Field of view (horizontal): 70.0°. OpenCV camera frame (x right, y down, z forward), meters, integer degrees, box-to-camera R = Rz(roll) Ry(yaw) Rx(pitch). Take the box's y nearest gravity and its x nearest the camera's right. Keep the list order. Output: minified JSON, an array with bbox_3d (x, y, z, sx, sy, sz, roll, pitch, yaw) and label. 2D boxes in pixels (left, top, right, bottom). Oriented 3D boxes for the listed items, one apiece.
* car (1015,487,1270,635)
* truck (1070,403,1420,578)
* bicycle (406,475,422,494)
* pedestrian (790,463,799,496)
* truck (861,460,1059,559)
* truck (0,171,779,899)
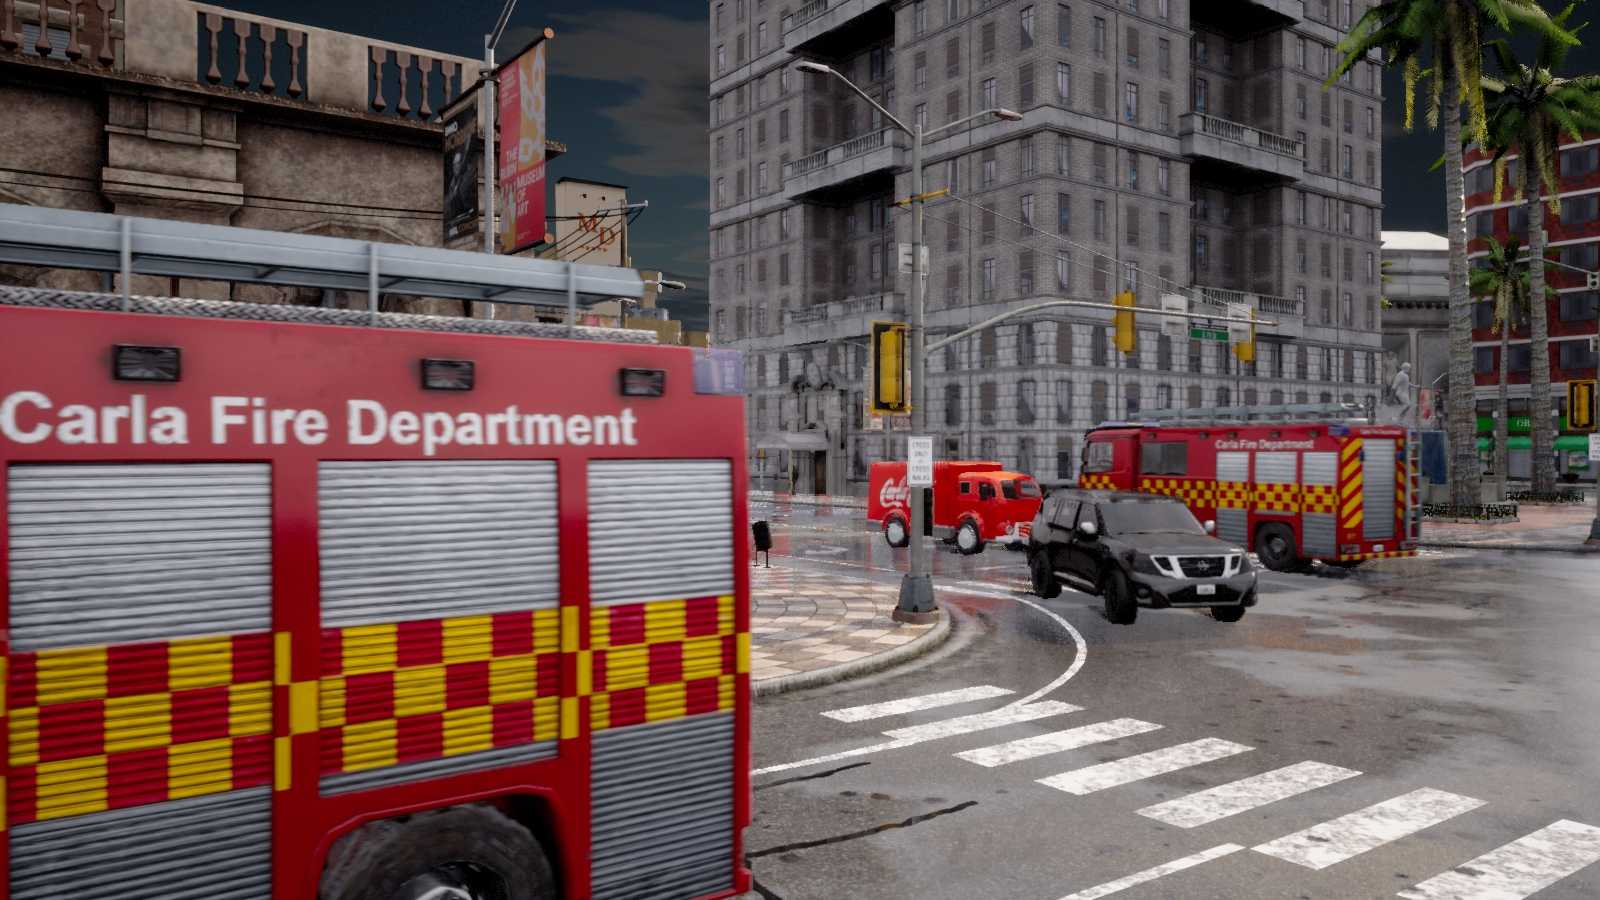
[{"bbox_3d":[5.776,1.772,20.221,2.150,2.045,5.566,0,0,-9],"label":"car"},{"bbox_3d":[10.965,0.881,29.309,2.891,3.827,8.468,0,0,-29],"label":"truck"},{"bbox_3d":[-24.752,2.202,73.256,0.329,1.171,1.835,0,0,-40],"label":"bicycle"},{"bbox_3d":[-0.289,1.683,64.983,0.375,1.860,0.375,0,0,-34],"label":"pedestrian"},{"bbox_3d":[4.413,1.558,32.243,2.627,2.467,5.204,0,0,-37],"label":"truck"},{"bbox_3d":[-4.385,0.890,4.921,8.468,3.827,2.891,0,0,-36],"label":"truck"}]
